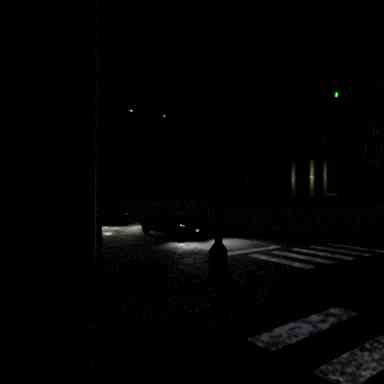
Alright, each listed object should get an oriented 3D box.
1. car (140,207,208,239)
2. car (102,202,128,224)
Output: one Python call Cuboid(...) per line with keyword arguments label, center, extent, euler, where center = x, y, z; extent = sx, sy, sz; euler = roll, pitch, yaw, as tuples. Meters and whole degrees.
Cuboid(label="car", center=(-1.108, 1.531, 17.529), extent=(1.812, 1.442, 4.674), euler=(0, 0, -36))
Cuboid(label="car", center=(-6.488, 1.485, 24.990), extent=(1.882, 1.535, 5.008), euler=(0, 0, -36))
